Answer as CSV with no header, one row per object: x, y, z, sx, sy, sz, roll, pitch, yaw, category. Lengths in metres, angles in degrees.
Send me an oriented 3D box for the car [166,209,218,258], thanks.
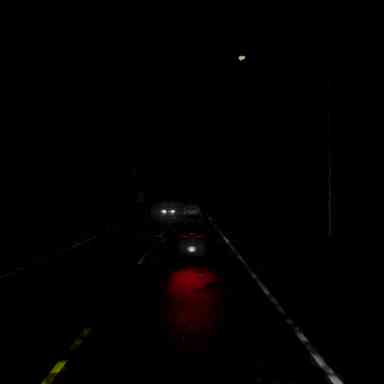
0.012,1.657,13.494,1.837,1.490,4.892,0,0,0,car

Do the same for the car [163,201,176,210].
-3.536,2.117,52.316,2.033,1.411,5.357,0,-1,0,car

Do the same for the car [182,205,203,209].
0.008,1.843,28.890,1.812,1.442,4.674,0,0,1,car
